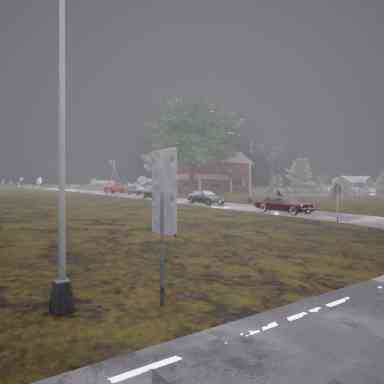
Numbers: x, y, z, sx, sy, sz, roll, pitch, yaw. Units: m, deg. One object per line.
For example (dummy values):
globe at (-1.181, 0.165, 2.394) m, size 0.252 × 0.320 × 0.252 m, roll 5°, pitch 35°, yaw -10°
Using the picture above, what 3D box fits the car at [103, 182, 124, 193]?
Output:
car at (-14.168, -0.819, 60.379) m, size 2.150 × 2.045 × 5.566 m, roll 0°, pitch 2°, yaw -36°

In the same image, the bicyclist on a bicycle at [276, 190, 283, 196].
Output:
bicyclist on a bicycle at (8.843, 0.664, 33.741) m, size 1.656 × 1.620 × 0.582 m, roll 0°, pitch 2°, yaw -36°

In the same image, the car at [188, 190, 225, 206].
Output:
car at (1.349, 0.554, 33.915) m, size 1.812 × 1.442 × 4.674 m, roll 0°, pitch 2°, yaw -36°

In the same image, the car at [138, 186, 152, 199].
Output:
car at (-4.516, 0.018, 42.084) m, size 2.097 × 1.767 × 4.553 m, roll 0°, pitch 2°, yaw -36°

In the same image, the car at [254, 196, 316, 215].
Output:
car at (7.152, 0.998, 25.837) m, size 1.895 × 1.301 × 4.718 m, roll 0°, pitch 2°, yaw -36°

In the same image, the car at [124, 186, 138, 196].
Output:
car at (-8.466, -0.188, 52.541) m, size 1.812 × 1.442 × 4.674 m, roll 0°, pitch 2°, yaw -35°
